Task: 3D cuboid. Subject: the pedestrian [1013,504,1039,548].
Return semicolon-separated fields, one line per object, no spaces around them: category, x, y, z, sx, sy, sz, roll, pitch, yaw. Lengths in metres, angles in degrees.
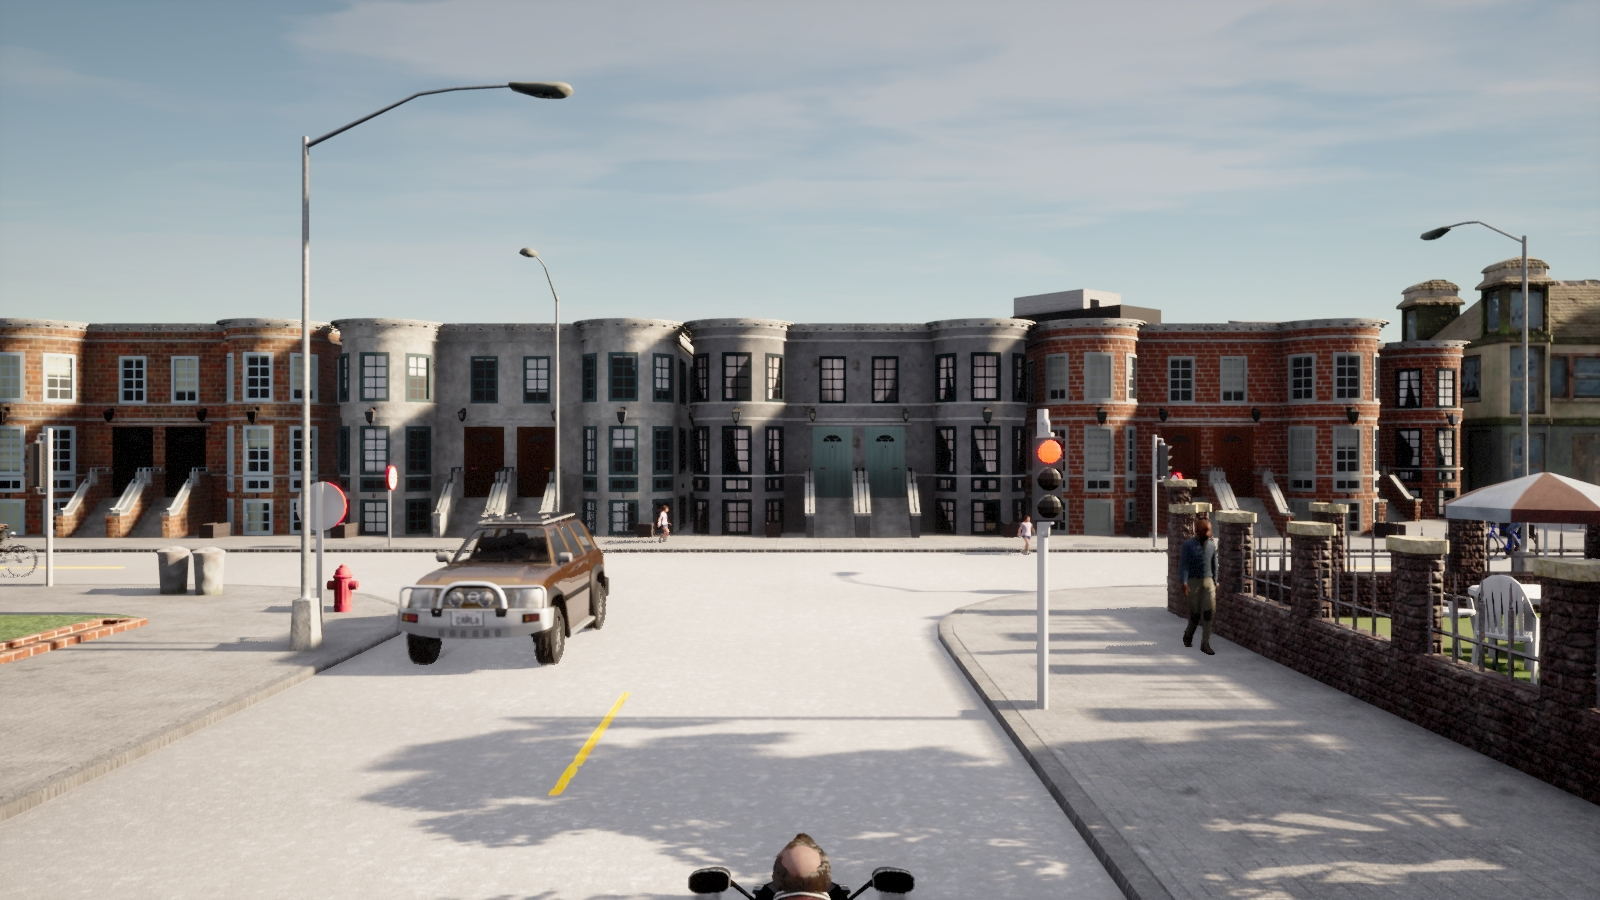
pedestrian;5.957;1.996;30.131;0.500;1.100;0.500;0;0;-21

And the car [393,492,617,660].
car;-3.986;1.636;16.316;1.932;1.855;4.605;0;0;1

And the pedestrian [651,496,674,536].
pedestrian;-3.946;1.891;32.814;0.500;1.100;0.500;0;0;12

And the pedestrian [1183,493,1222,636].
pedestrian;5.331;1.509;15.139;0.375;1.860;0.375;0;0;-2
